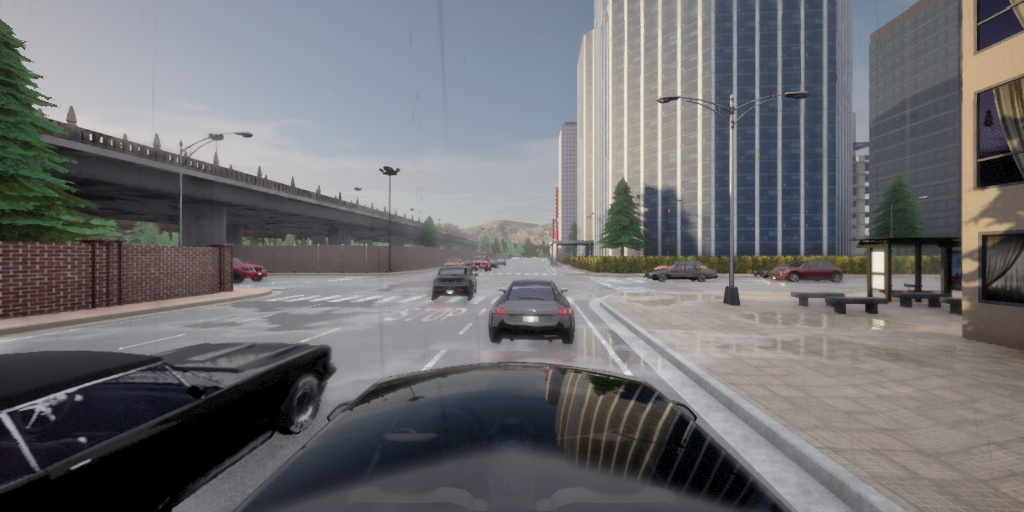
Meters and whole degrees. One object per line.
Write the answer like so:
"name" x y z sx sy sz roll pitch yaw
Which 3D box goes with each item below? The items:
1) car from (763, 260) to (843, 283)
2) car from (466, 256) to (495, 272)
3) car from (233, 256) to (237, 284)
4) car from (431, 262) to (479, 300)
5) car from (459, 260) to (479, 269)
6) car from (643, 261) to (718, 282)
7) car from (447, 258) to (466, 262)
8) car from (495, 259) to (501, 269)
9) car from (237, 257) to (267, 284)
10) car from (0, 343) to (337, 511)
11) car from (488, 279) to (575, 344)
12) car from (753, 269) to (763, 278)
"car" 22.962 1.158 28.158 4.553 1.767 2.097 0 0 4
"car" -4.000 0.971 46.553 2.150 2.045 5.566 0 0 4
"car" -22.268 1.027 24.244 5.566 2.045 2.150 0 0 4
"car" -2.775 1.257 17.733 1.837 1.490 4.892 1 1 -3
"car" -6.731 1.297 56.994 2.033 1.411 5.357 0 0 6
"car" 13.507 1.353 28.853 5.357 1.411 2.033 0 0 4
"car" -7.534 1.102 46.595 2.097 1.767 4.553 0 0 5
"car" -3.279 1.228 56.577 1.882 1.535 5.008 0 1 4
"car" -22.133 1.027 27.750 5.566 2.045 2.150 0 0 4
"car" -3.304 1.351 2.571 1.895 1.301 4.718 0 0 2
"car" 0.557 1.314 9.633 1.994 1.385 4.181 0 0 4
"car" 24.491 1.352 31.556 5.357 1.411 2.033 0 0 4
